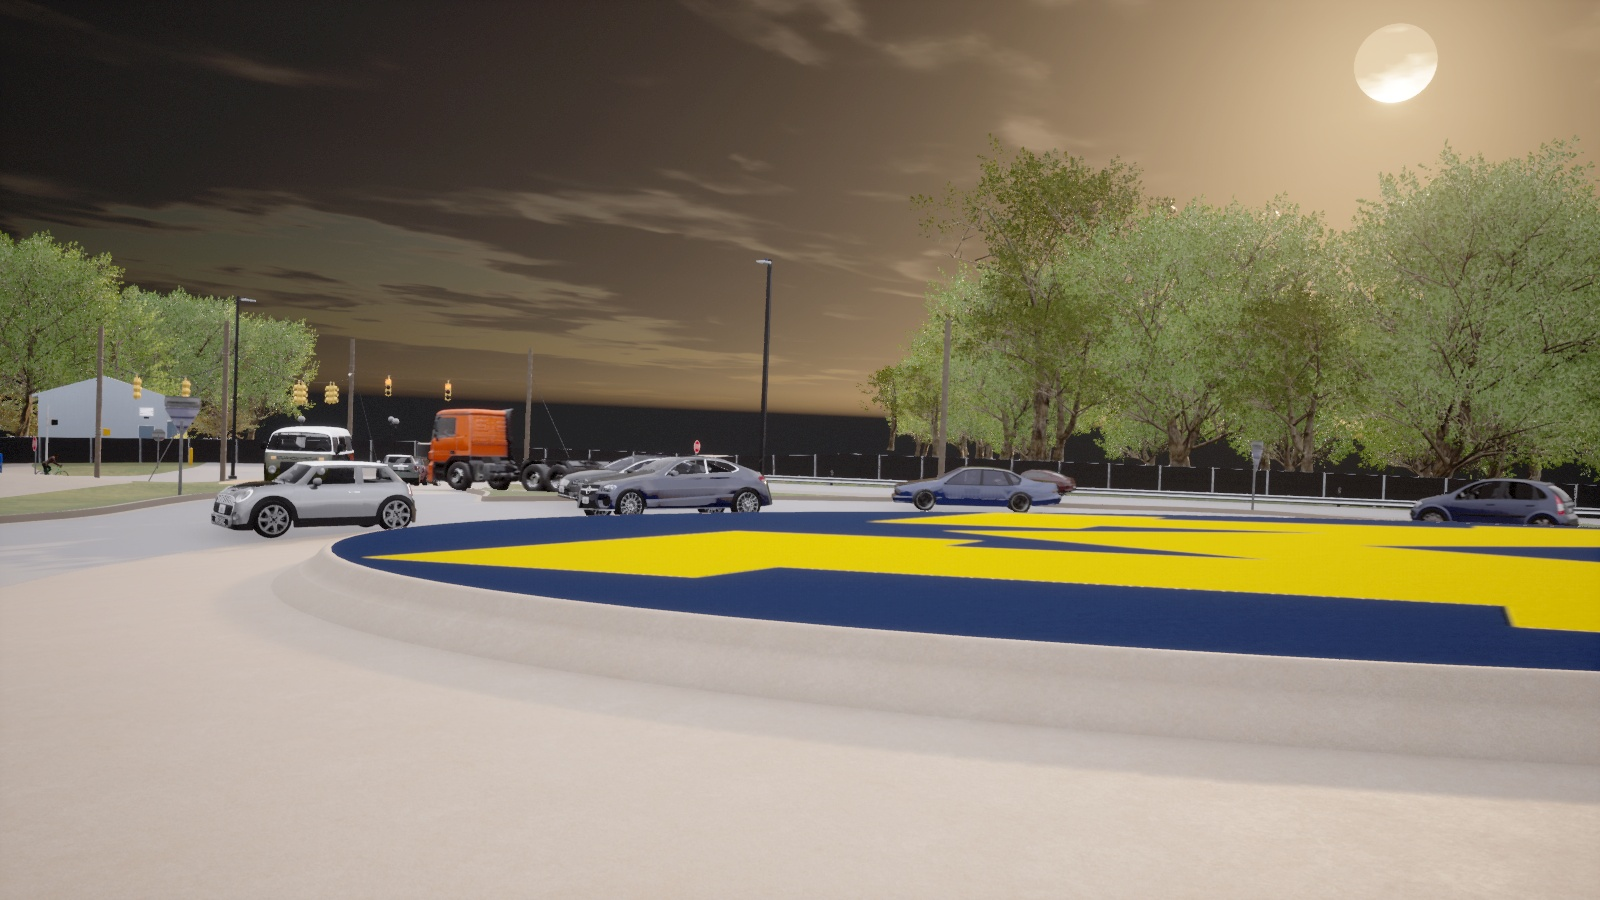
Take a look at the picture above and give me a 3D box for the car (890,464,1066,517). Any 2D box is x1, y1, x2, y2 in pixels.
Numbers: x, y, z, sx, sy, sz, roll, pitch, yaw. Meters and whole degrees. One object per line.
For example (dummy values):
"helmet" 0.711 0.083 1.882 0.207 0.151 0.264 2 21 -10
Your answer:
"car" 5.612 1.274 40.174 5.357 1.411 2.033 2 2 3

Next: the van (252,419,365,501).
"van" -13.518 0.253 34.791 2.069 2.038 4.480 3 0 -11

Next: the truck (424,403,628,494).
"truck" -11.140 -0.089 50.918 7.936 3.462 2.891 1 -1 27

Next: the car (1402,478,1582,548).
"car" 19.078 1.679 34.697 3.988 1.617 1.851 3 1 41

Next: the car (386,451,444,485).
"car" -21.372 1.013 69.831 2.097 1.767 4.553 3 -1 -5

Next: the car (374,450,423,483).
"car" -19.601 0.794 61.194 1.970 1.475 3.806 2 -1 -22

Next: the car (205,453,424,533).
"car" -10.116 0.857 26.275 3.806 1.475 1.970 1 2 -40

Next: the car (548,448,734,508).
"car" -4.637 0.829 36.848 4.902 1.511 2.128 2 2 -30

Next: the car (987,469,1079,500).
"car" 12.891 1.903 69.538 4.674 1.442 1.812 2 1 27

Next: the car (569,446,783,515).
"car" -3.147 0.800 32.222 5.027 1.651 2.152 2 -1 -33
